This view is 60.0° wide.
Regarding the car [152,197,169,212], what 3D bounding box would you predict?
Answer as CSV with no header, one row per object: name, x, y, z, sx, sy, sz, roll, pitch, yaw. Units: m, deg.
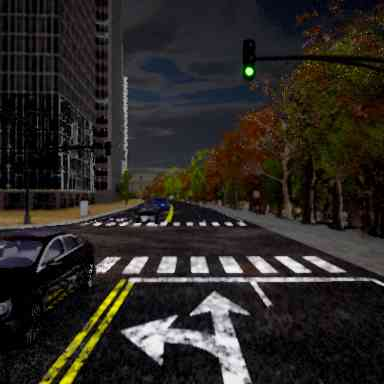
car,-4.563,1.757,47.967,2.150,2.045,5.566,0,0,-3

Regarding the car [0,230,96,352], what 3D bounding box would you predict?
car,-3.292,1.563,6.421,2.128,1.511,4.902,0,-1,0

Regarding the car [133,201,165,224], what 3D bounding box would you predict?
car,-3.712,1.836,27.877,2.128,1.511,4.902,0,0,-2
